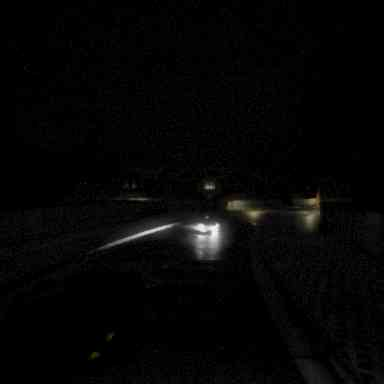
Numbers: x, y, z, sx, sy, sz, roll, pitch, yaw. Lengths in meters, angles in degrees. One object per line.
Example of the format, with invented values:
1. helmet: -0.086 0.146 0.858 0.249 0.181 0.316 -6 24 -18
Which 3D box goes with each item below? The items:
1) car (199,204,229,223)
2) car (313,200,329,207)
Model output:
1. car: 2.017 1.834 29.418 2.128 1.511 4.902 0 -1 19
2. car: 26.264 2.272 66.920 2.033 1.411 5.357 -1 -1 45
